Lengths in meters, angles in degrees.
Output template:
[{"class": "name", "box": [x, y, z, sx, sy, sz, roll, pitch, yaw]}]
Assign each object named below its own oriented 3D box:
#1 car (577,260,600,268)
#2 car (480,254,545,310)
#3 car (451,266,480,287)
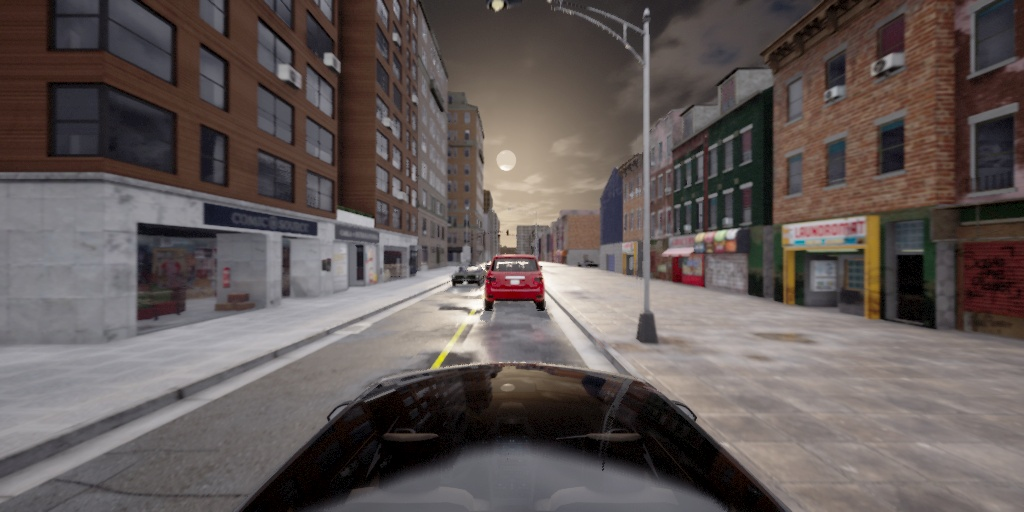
[{"class": "car", "box": [13.197, 1.377, 60.832, 4.313, 1.339, 1.948, 0, 0, 0]}, {"class": "car", "box": [0.096, 0.957, 14.629, 2.150, 2.045, 5.566, 0, 0, 0]}, {"class": "car", "box": [-2.851, 1.326, 24.115, 1.895, 1.301, 4.718, 0, 0, 0]}]
